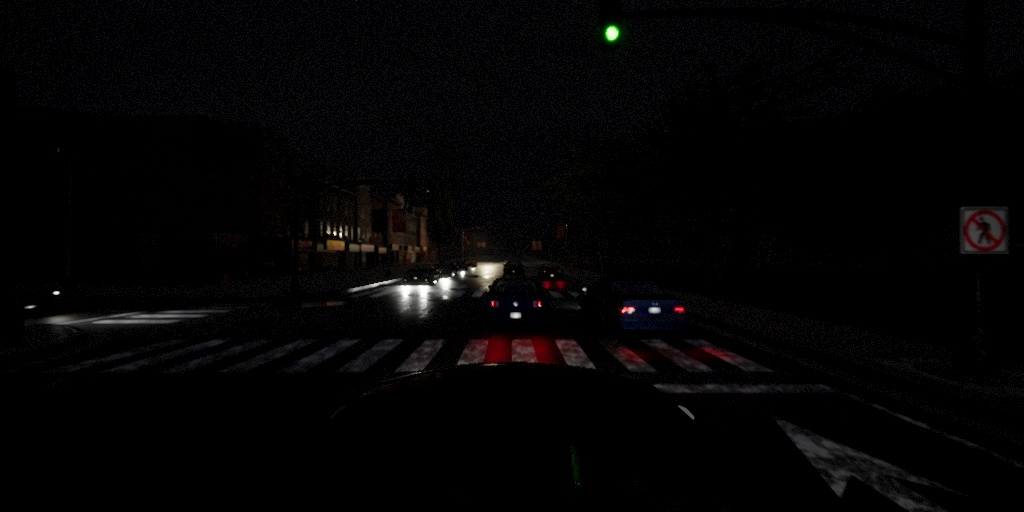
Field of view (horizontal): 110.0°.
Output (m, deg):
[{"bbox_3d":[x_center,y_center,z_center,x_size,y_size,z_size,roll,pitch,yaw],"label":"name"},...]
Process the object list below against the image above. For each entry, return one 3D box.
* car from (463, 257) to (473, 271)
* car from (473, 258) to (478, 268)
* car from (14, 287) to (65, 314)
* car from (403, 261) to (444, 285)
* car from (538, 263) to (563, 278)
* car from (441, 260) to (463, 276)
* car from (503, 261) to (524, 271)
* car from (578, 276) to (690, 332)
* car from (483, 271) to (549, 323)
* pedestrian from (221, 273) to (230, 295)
[{"bbox_3d":[-6.514,1.153,45.295,1.994,1.385,4.181,0,1,0],"label":"car"},{"bbox_3d":[-6.473,0.966,55.637,1.882,1.535,5.008,0,1,1],"label":"car"},{"bbox_3d":[-18.074,1.349,11.822,4.718,1.301,1.895,1,0,0],"label":"car"},{"bbox_3d":[-6.570,1.314,26.427,1.994,1.385,4.181,0,0,0],"label":"car"},{"bbox_3d":[3.388,1.310,32.426,1.895,1.301,4.718,0,0,0],"label":"car"},{"bbox_3d":[-6.553,1.176,35.392,2.128,1.511,4.902,0,1,0],"label":"car"},{"bbox_3d":[0.150,1.174,33.948,1.882,1.535,5.008,0,0,0],"label":"car"},{"bbox_3d":[3.360,1.329,10.948,2.033,1.411,5.357,0,0,0],"label":"car"},{"bbox_3d":[0.113,1.384,12.322,1.895,1.301,4.718,0,0,0],"label":"car"},{"bbox_3d":[-14.111,1.348,17.668,0.500,1.100,0.500,0,-1,0],"label":"pedestrian"}]
